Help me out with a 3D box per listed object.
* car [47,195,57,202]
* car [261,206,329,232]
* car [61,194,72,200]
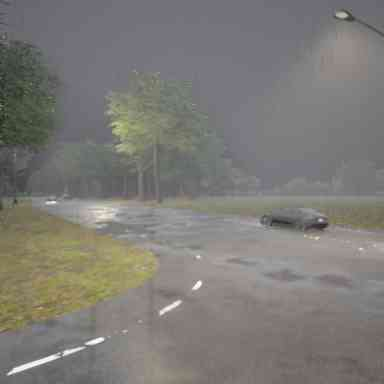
[{"bbox_3d":[-29.199,1.319,69.253,2.128,1.511,4.902,-1,1,-24],"label":"car"},{"bbox_3d":[6.184,1.543,20.352,1.994,1.385,4.181,-1,1,-31],"label":"car"},{"bbox_3d":[-30.718,1.202,81.624,1.812,1.442,4.674,-1,1,-31],"label":"car"}]
